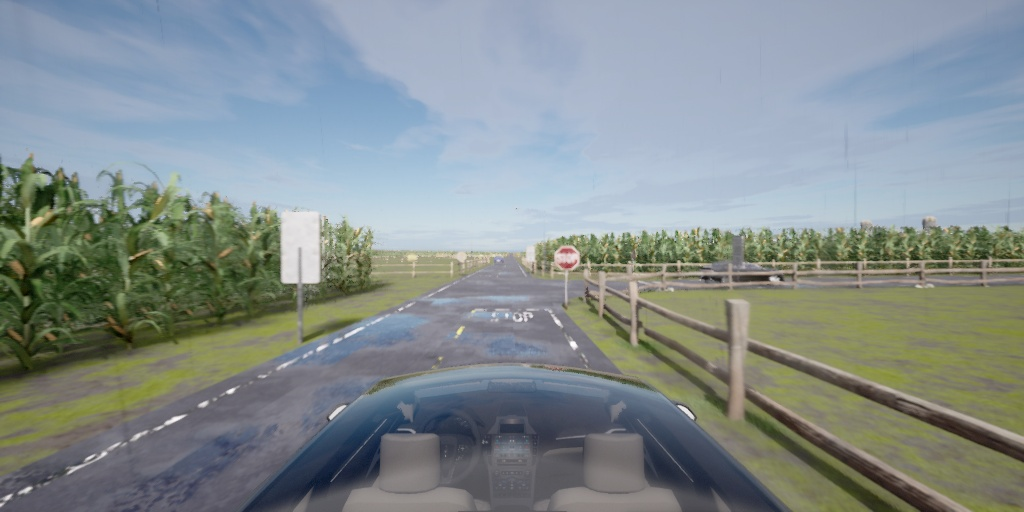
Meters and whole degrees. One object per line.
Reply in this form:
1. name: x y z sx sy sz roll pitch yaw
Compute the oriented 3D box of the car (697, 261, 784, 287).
1. car: 14.108 1.066 22.205 4.902 1.511 2.128 -1 1 -2
